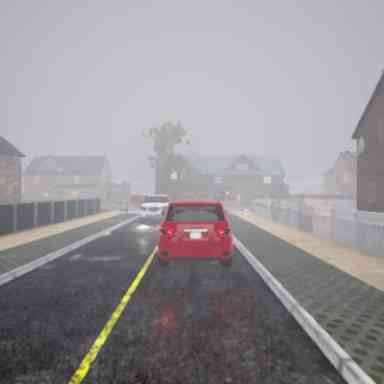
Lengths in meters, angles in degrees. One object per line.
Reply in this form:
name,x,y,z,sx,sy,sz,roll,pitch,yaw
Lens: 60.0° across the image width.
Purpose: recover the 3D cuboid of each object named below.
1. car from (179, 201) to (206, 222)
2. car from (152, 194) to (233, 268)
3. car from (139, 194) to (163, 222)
car,0.090,1.529,27.709,2.033,1.411,5.357,0,0,1
car,0.091,1.211,11.392,2.150,2.045,5.566,0,0,0
car,-2.767,1.205,26.527,2.150,2.045,5.566,0,0,0
